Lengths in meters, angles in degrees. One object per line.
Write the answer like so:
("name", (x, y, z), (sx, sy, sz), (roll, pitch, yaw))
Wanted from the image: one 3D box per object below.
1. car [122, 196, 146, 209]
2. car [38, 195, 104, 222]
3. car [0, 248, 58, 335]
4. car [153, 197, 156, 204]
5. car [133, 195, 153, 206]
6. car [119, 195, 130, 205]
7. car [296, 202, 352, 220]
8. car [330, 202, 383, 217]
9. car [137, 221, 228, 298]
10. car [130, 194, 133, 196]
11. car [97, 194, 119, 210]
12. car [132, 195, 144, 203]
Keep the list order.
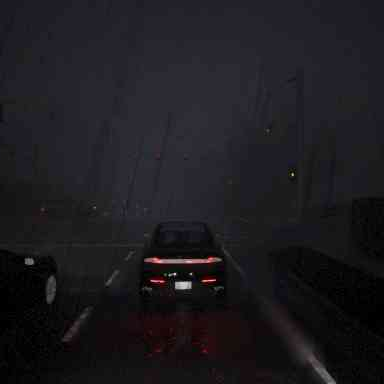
("car", (-7.989, 1.601, 46.459), (1.895, 1.301, 4.718), (0, 0, -1))
("car", (-9.804, 1.352, 26.680), (4.553, 1.767, 2.097), (0, 0, -31))
("car", (-3.613, 1.478, 4.830), (1.882, 1.535, 5.008), (0, 0, -2))
("car", (-8.251, 1.526, 65.047), (1.812, 1.442, 4.674), (0, 0, -1))
("car", (-8.130, 1.564, 55.225), (1.994, 1.385, 4.181), (0, 0, -1))
("car", (-11.601, 1.505, 53.222), (1.837, 1.490, 4.892), (0, 0, -1))
("car", (11.388, 1.547, 27.192), (5.357, 1.411, 2.033), (0, 0, 0))
("car", (15.459, 1.601, 30.658), (4.718, 1.301, 1.895), (0, 0, 0))
("car", (-0.247, 1.492, 8.496), (2.128, 1.511, 4.902), (0, 0, -2))
("car", (-11.735, 1.352, 63.132), (2.097, 1.767, 4.553), (0, 0, 0))
("car", (-11.446, 1.221, 43.395), (2.150, 2.045, 5.566), (0, 0, -2))
("car", (-11.859, 1.478, 73.203), (1.882, 1.535, 5.008), (0, 0, -1))
